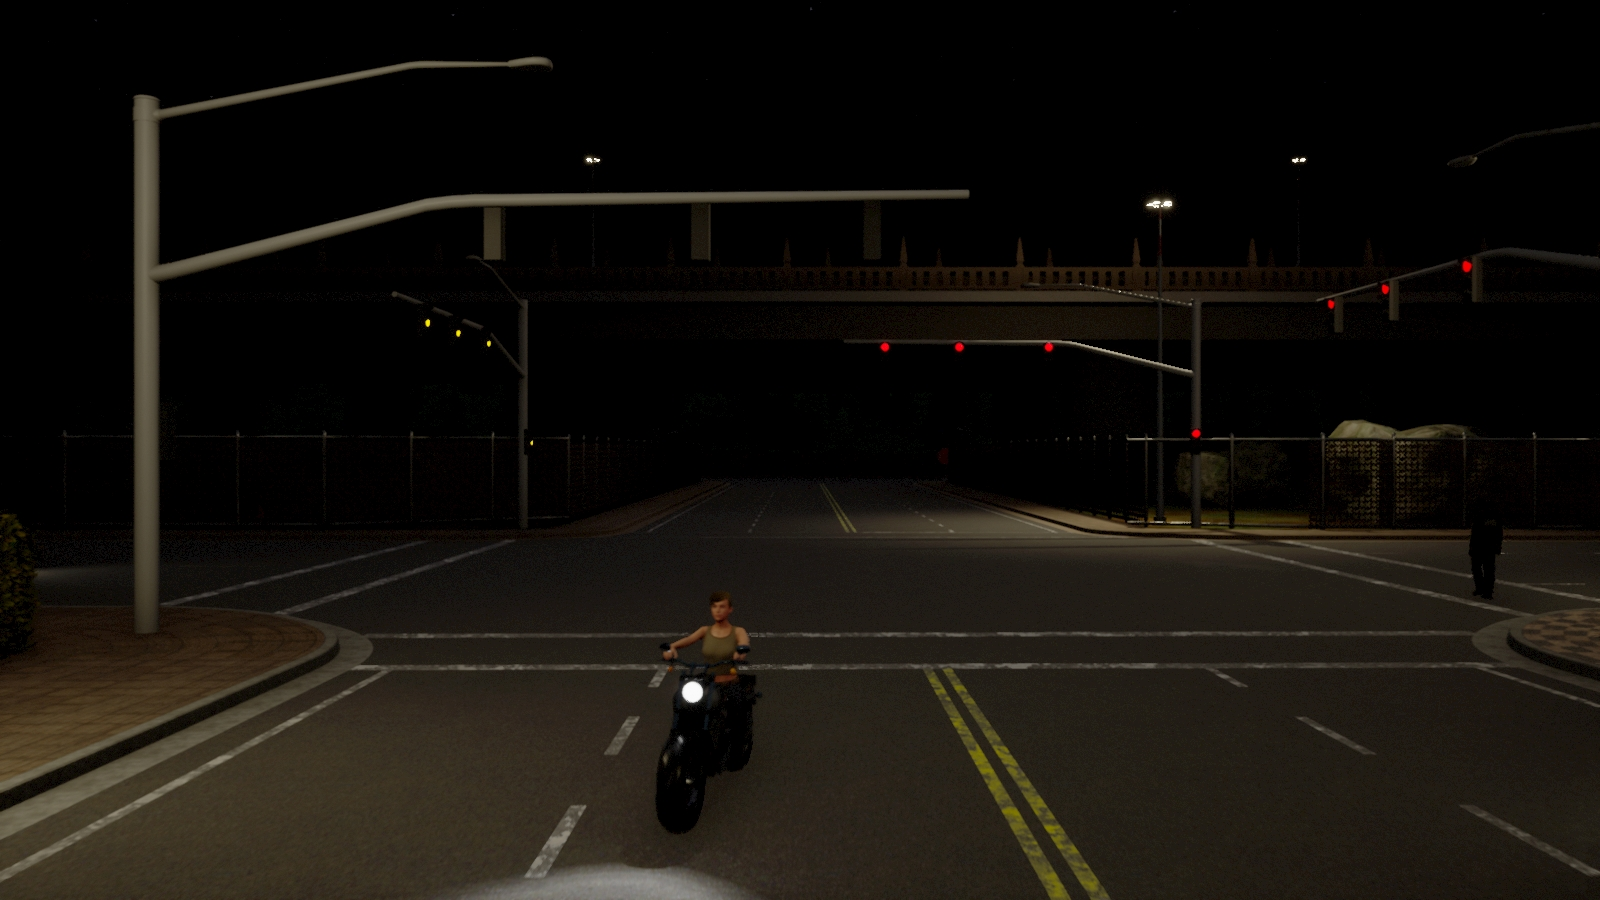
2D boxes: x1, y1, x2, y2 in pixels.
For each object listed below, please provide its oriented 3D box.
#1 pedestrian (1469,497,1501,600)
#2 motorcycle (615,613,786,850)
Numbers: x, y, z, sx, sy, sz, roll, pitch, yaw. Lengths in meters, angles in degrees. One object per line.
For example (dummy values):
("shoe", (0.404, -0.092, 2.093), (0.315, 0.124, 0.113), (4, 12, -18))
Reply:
("pedestrian", (12.542, 1.798, 20.923), (0.375, 1.860, 0.375), (0, 0, 7))
("motorcycle", (-0.724, 2.157, 9.270), (0.764, 1.307, 2.356), (0, 0, 11))
